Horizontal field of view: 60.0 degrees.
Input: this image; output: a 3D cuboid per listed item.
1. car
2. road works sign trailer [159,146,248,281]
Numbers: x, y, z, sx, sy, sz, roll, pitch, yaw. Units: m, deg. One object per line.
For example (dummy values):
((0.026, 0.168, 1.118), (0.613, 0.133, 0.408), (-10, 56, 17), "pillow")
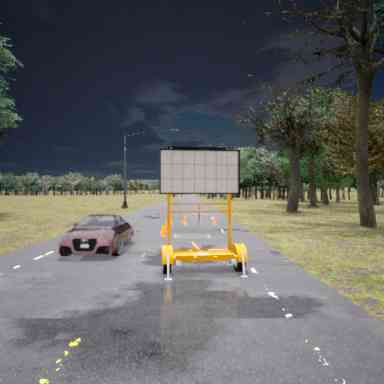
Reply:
((-3.492, 1.560, 12.791), (1.994, 1.385, 4.181), (0, 0, 0), "car")
((0.202, 0.461, 9.989), (2.380, 3.560, 2.880), (0, 0, -8), "road works sign trailer")
